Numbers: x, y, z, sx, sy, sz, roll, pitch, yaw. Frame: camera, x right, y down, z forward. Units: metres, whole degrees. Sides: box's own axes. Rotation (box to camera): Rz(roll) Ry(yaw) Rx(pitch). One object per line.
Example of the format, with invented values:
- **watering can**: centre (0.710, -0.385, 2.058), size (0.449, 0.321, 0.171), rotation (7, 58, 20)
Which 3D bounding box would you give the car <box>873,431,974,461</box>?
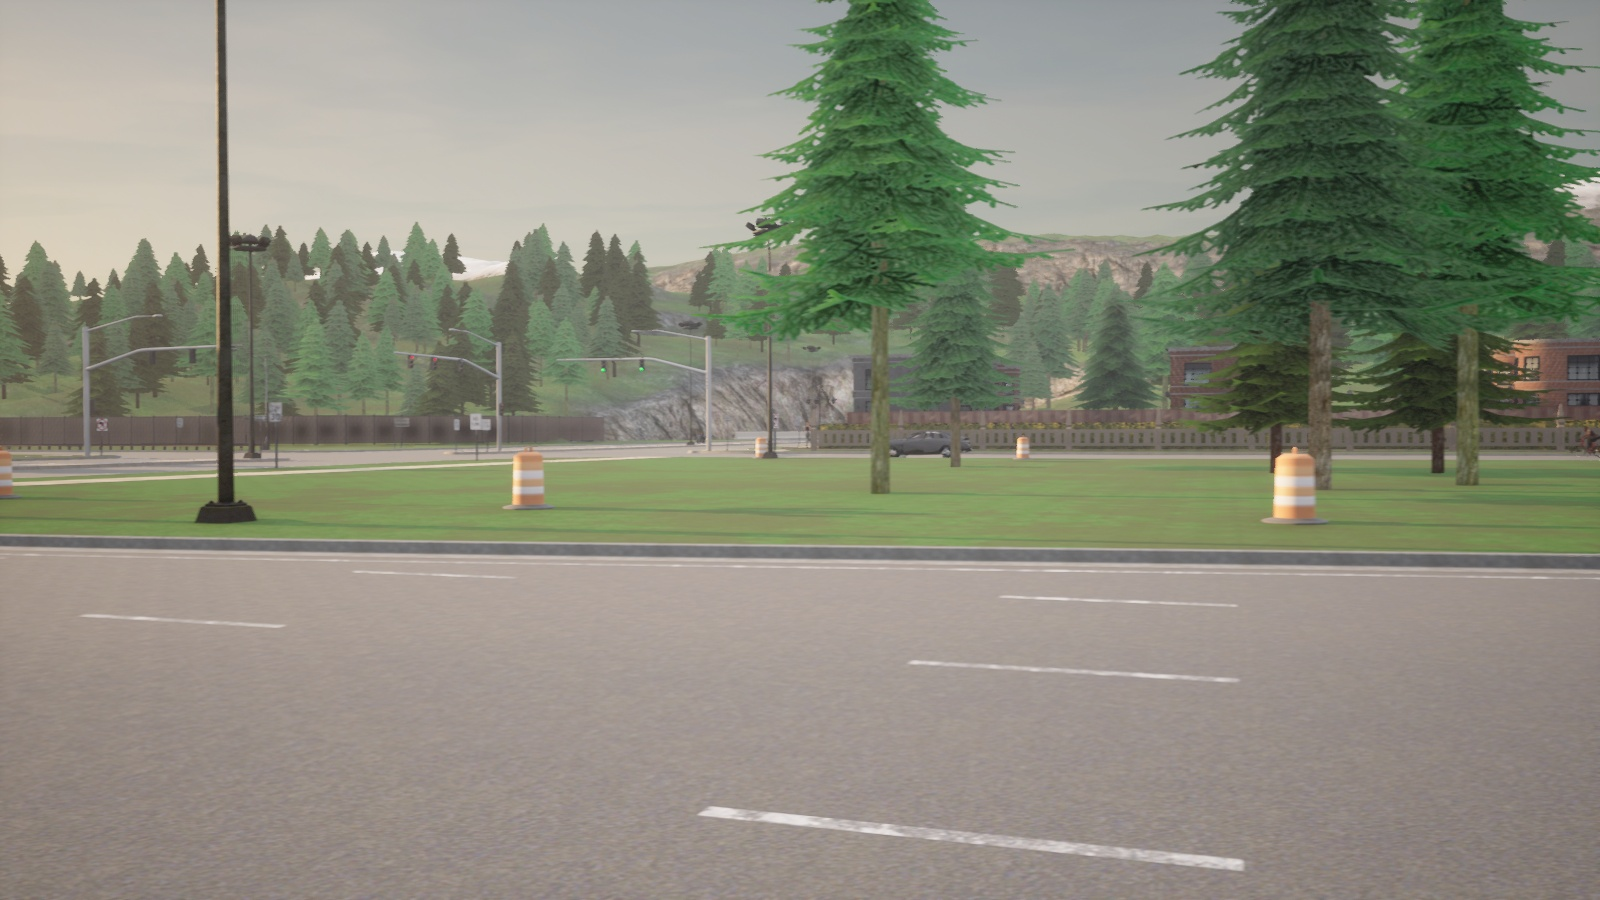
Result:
- **car**: centre (6.492, -0.247, 65.810), size (4.902, 1.511, 2.128), rotation (1, 1, 18)
